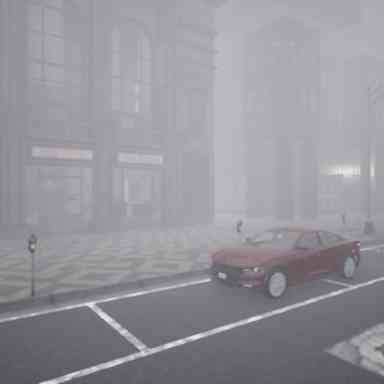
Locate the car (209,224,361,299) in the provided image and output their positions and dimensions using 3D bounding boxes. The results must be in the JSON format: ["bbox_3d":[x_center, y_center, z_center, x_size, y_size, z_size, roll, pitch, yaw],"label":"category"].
[{"bbox_3d":[2.479,1.543,8.421,4.507,1.381,1.887,0,0,-36],"label":"car"}]
